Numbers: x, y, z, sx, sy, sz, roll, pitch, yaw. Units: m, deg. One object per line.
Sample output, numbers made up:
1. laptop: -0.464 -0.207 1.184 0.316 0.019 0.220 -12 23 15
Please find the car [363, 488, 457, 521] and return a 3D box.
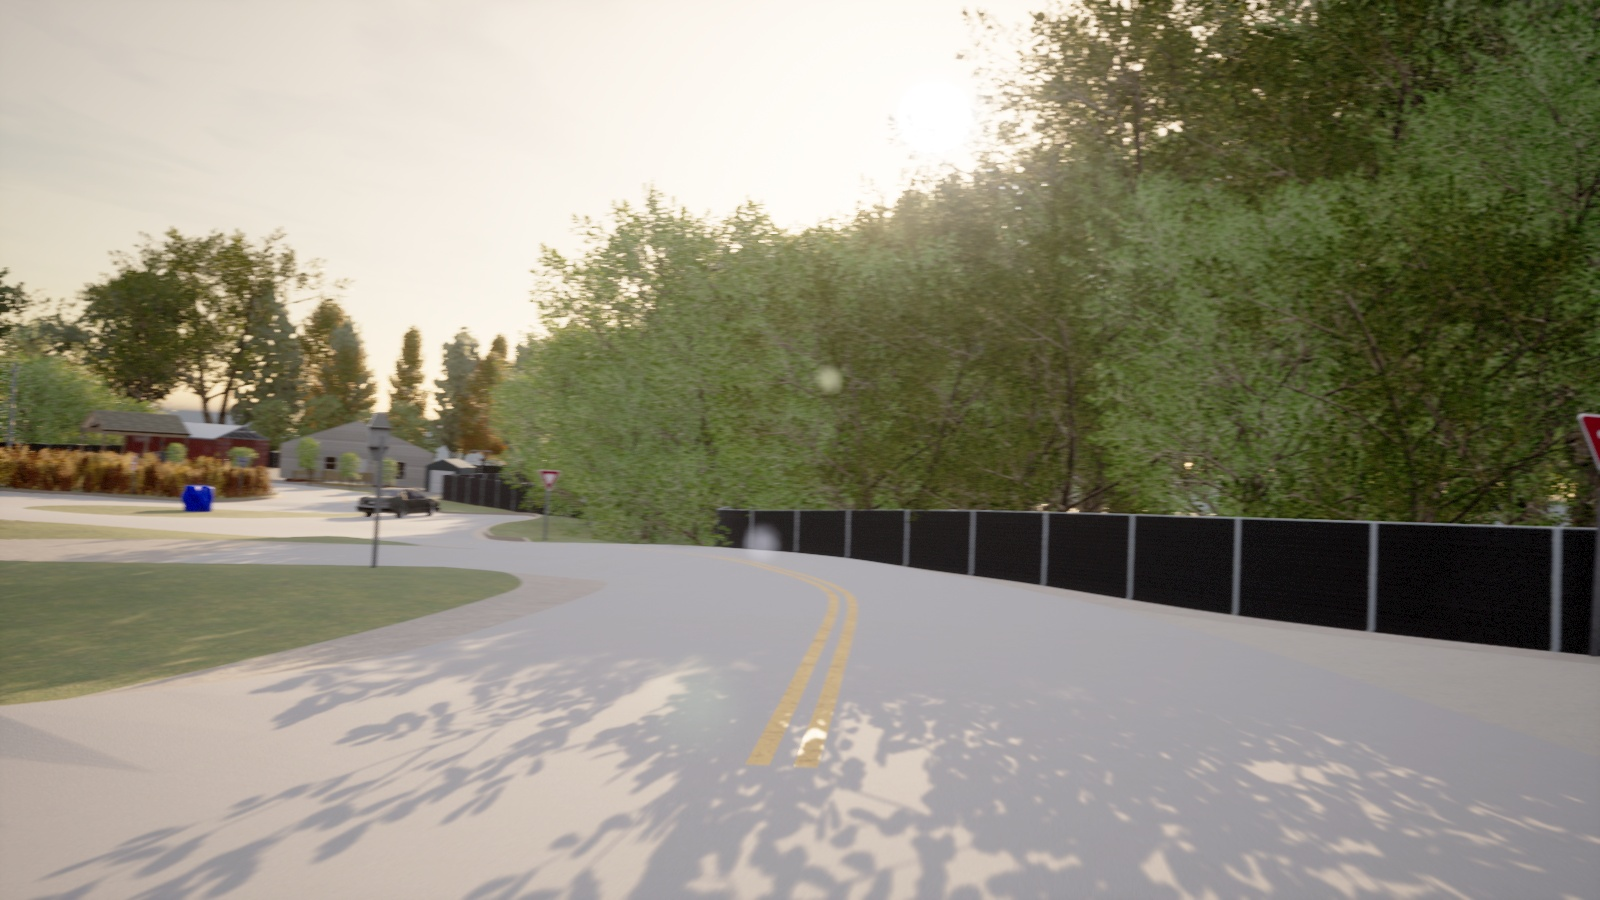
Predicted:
1. car: -18.684 2.590 60.406 2.033 1.411 5.357 1 -1 10
